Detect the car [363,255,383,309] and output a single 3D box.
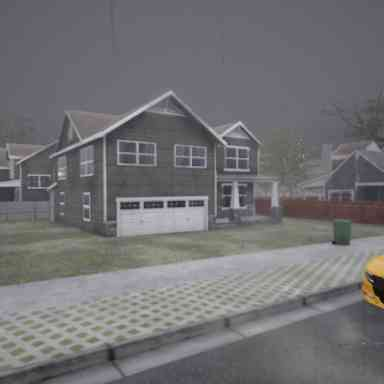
[{"bbox_3d":[5.563,1.513,6.812,5.008,1.535,1.882,0,0,-32],"label":"car"}]
